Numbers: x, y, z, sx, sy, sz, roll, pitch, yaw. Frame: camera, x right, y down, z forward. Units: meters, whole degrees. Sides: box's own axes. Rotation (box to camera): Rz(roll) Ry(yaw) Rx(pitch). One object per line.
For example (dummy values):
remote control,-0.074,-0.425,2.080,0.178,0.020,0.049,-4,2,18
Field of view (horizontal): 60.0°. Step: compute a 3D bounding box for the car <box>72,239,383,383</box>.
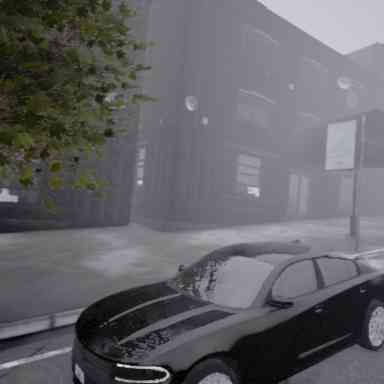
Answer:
car,0.951,1.490,4.669,5.008,1.535,1.882,0,0,-35
